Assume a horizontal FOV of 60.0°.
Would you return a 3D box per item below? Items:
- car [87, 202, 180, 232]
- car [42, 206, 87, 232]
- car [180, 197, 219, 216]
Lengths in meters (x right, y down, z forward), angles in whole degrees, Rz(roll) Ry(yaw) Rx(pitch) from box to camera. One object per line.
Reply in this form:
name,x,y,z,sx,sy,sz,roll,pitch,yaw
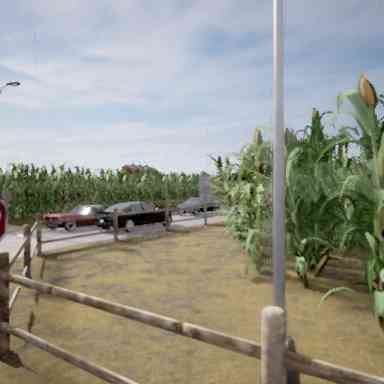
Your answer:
car,-3.140,1.308,18.866,1.882,1.535,5.008,0,0,36
car,-6.242,1.464,19.488,1.895,1.301,4.718,0,0,37
car,0.534,1.219,28.905,2.128,1.511,4.902,0,0,36
